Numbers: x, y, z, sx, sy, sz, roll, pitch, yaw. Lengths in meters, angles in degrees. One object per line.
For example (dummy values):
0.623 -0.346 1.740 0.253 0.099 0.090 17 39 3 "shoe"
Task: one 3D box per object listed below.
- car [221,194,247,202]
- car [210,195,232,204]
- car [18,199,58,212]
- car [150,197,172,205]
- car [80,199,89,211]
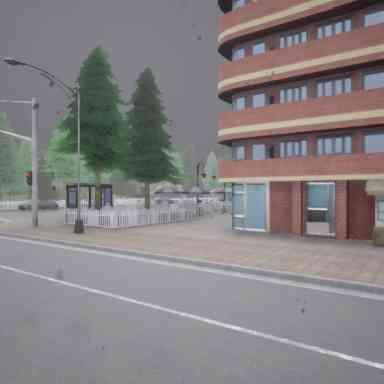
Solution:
8.096 1.186 63.738 4.674 1.442 1.812 0 0 -25 "car"
5.402 1.296 58.168 4.553 1.767 2.097 0 0 -31 "car"
-17.570 1.507 38.141 1.994 1.385 4.181 0 0 36 "car"
-5.243 1.470 54.116 4.674 1.442 1.812 0 0 -45 "car"
-11.847 1.470 40.152 1.812 1.442 4.674 0 0 36 "car"
